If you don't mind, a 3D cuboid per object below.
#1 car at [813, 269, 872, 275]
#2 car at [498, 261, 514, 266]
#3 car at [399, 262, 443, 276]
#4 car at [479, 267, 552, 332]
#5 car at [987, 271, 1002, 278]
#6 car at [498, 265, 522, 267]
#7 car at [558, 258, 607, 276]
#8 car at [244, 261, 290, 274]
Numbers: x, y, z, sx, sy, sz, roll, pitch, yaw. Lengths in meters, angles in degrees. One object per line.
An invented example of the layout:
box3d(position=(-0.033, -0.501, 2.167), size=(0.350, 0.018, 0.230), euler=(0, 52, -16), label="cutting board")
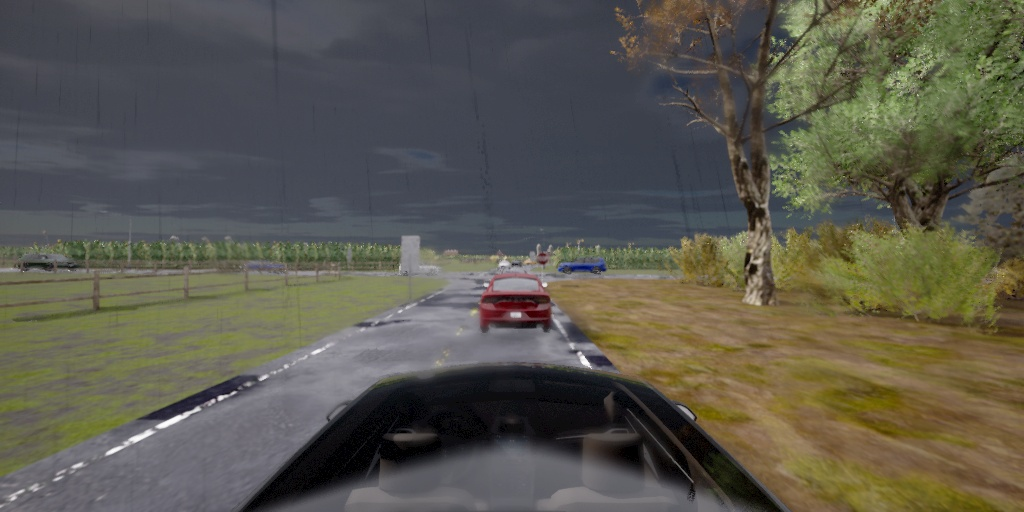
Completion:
box3d(position=(35.703, 1.732, 38.937), size=(4.718, 1.301, 1.895), euler=(0, 0, 7), label="car")
box3d(position=(-1.215, 1.531, 61.809), size=(1.812, 1.442, 4.674), euler=(0, 0, 7), label="car")
box3d(position=(-9.898, 1.361, 39.156), size=(4.674, 1.442, 1.812), euler=(0, 0, 3), label="car")
box3d(position=(0.107, 1.264, 11.046), size=(1.882, 1.535, 5.008), euler=(0, 0, 0), label="car")
box3d(position=(48.603, 1.723, 33.707), size=(5.357, 1.411, 2.033), euler=(0, 0, 8), label="car")
box3d(position=(0.090, 1.431, 22.008), size=(1.895, 1.301, 4.718), euler=(0, 0, -1), label="car")
box3d(position=(8.144, 1.195, 41.605), size=(5.566, 2.045, 2.150), euler=(0, 0, 5), label="car")
box3d(position=(-27.277, 1.240, 40.035), size=(4.674, 1.442, 1.812), euler=(0, 0, 2), label="car")
